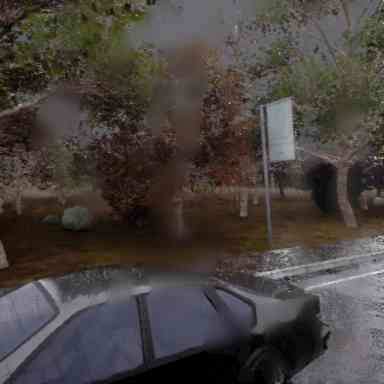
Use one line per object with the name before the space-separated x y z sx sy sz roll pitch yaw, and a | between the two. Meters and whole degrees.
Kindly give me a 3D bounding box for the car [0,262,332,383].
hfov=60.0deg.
car | -0.887 1.519 3.230 5.357 1.411 2.033 -1 1 -34
